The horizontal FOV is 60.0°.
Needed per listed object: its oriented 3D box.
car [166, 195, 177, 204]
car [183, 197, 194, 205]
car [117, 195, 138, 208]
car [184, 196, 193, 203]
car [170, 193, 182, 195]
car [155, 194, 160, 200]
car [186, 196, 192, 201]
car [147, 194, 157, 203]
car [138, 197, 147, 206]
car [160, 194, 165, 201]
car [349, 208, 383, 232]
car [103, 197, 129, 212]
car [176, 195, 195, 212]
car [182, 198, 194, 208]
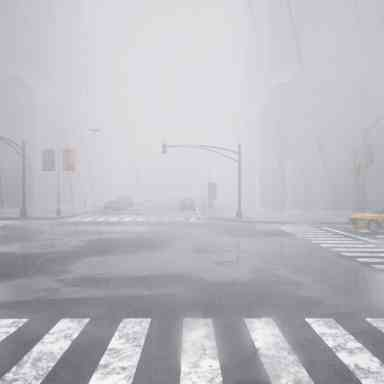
[{"bbox_3d":[-3.456,1.672,65.662,1.895,1.301,4.718,0,0,0],"label":"car"},{"bbox_3d":[-0.671,1.603,60.750,1.887,1.381,4.507,0,0,0],"label":"car"},{"bbox_3d":[-9.112,1.335,44.436,2.192,1.841,5.009,0,0,0],"label":"car"},{"bbox_3d":[-0.728,1.612,71.770,1.752,1.417,4.829,0,0,0],"label":"car"},{"bbox_3d":[-3.507,1.559,75.629,1.837,1.490,4.892,0,0,0],"label":"car"},{"bbox_3d":[-9.281,1.417,76.992,2.192,1.841,5.009,0,0,0],"label":"car"},{"bbox_3d":[-0.841,1.696,93.300,1.887,1.381,4.507,0,0,0],"label":"car"},{"bbox_3d":[-9.252,1.669,71.565,1.802,1.307,4.206,0,0,0],"label":"car"},{"bbox_3d":[-9.167,1.570,55.117,1.752,1.417,4.829,0,0,0],"label":"car"},{"bbox_3d":[-9.365,1.696,93.268,1.887,1.381,4.507,0,0,0],"label":"car"},{"bbox_3d":[12.564,1.678,20.977,5.008,1.535,1.882,1,0,-1],"label":"car"},{"bbox_3d":[-9.083,1.574,39.009,1.947,1.339,4.313,0,0,0],"label":"car"},{"bbox_3d":[-0.559,1.448,39.051,1.967,1.590,4.097,0,0,0],"label":"car"},{"bbox_3d":[-0.615,1.614,49.900,1.802,1.307,4.206,0,0,0],"label":"car"}]
